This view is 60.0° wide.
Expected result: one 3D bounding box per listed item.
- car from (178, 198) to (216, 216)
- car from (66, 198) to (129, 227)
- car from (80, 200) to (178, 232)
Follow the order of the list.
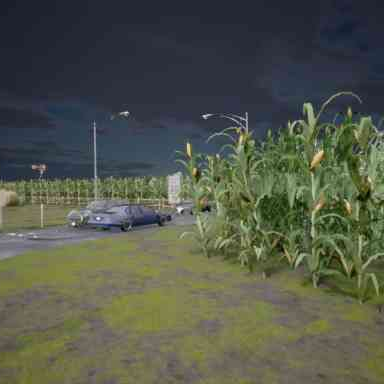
[{"bbox_3d":[0.305,1.269,29.483,2.128,1.511,4.902,-1,0,35],"label":"car"},{"bbox_3d":[-5.564,1.230,20.978,2.097,1.767,4.553,-1,0,35],"label":"car"},{"bbox_3d":[-3.380,1.384,19.117,2.033,1.411,5.357,-1,0,35],"label":"car"}]
